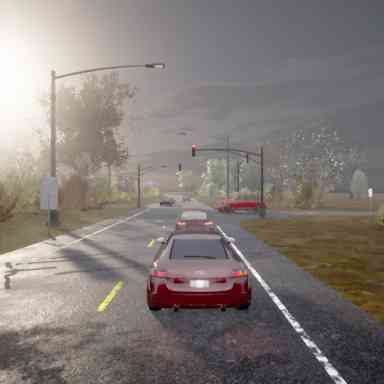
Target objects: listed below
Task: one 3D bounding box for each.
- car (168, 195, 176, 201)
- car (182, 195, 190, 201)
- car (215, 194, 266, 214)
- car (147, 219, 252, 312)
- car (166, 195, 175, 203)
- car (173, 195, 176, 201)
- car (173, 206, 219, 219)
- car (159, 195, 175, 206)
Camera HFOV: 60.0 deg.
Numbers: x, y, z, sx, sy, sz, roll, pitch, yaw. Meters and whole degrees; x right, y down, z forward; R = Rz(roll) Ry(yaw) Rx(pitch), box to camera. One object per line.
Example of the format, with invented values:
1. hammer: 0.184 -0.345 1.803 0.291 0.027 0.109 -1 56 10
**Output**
1. car: -4.969 1.481 83.162 1.882 1.535 5.008 0 0 -2
2. car: -1.446 1.528 82.618 2.128 1.511 4.902 0 0 -2
3. car: 5.128 1.226 35.129 5.566 2.045 2.150 0 -1 -22
4. car: 0.099 1.564 7.784 1.994 1.385 4.181 0 0 -1
5. car: -4.607 1.480 72.715 1.882 1.535 5.008 0 0 -2
6. car: -4.366 1.565 62.340 1.994 1.385 4.181 0 0 -1
7. car: 0.061 1.525 16.544 1.812 1.442 4.674 0 0 -2
8. car: -4.158 1.601 53.151 1.895 1.301 4.718 0 0 -1
